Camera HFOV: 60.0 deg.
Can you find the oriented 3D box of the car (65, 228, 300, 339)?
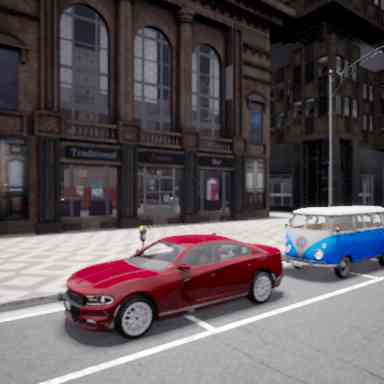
[{"bbox_3d":[-0.125,1.541,6.559,4.507,1.381,1.887,0,0,-36],"label":"car"}]

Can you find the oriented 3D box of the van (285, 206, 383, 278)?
[{"bbox_3d":[4.449,1.331,9.822,3.998,1.788,1.690,0,0,-36],"label":"van"}]
